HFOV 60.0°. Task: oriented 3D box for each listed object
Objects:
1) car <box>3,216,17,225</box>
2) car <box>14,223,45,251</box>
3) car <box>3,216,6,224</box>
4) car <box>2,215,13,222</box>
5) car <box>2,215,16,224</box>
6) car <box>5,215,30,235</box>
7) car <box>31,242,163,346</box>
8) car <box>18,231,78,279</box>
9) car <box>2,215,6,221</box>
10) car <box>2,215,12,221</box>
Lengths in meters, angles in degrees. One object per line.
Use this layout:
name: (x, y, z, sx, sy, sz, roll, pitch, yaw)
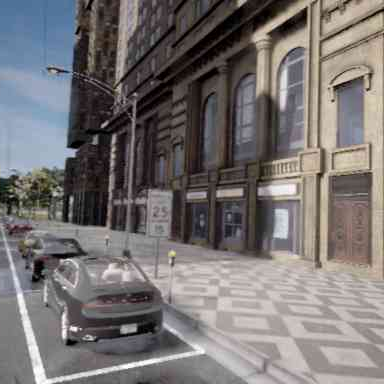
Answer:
car: (-30.667, 4.780, 56.055, 1.802, 1.307, 4.206, 4, -5, -30)
car: (-7.893, 2.528, 17.096, 1.752, 1.417, 4.829, 5, -5, -30)
car: (-22.095, 3.938, 41.390, 1.802, 1.307, 4.206, 4, -5, -30)
car: (-39.240, 5.614, 70.720, 1.887, 1.381, 4.507, 4, -5, -30)
car: (-33.524, 5.035, 60.945, 2.008, 1.369, 4.403, 4, -5, -30)
car: (-16.376, 3.242, 31.623, 1.967, 1.590, 4.097, 4, -5, -30)
car: (-2.095, 2.027, 7.168, 2.008, 1.369, 4.403, 5, -5, -30)
car: (-4.954, 2.300, 12.058, 1.947, 1.339, 4.313, 5, -5, -30)
car: (-24.952, 4.186, 46.282, 2.008, 1.369, 4.403, 4, -5, -30)
car: (-42.098, 5.931, 75.606, 1.947, 1.339, 4.313, 4, -5, -30)
